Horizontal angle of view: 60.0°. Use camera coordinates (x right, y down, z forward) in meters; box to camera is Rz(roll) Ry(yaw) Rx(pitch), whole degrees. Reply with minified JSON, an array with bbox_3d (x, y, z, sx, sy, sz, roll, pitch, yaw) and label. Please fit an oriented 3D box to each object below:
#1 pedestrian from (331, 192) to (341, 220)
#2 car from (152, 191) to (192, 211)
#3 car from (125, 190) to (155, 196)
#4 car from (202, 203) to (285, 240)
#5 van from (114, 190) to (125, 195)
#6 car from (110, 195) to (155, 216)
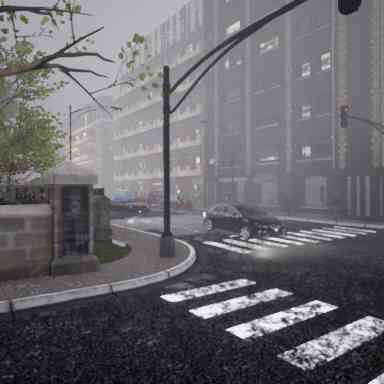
[{"bbox_3d":[9.513,0.900,21.976,0.375,1.860,0.375,1,-1,-36],"label":"pedestrian"},{"bbox_3d":[-1.758,0.949,32.412,1.967,1.590,4.097,1,1,-36],"label":"car"},{"bbox_3d":[-5.018,0.726,36.867,2.192,1.841,5.009,1,1,-36],"label":"car"},{"bbox_3d":[2.373,1.329,16.387,1.837,1.490,4.892,0,2,-32],"label":"car"},{"bbox_3d":[-8.280,0.654,41.324,1.690,1.788,3.998,1,1,-36],"label":"van"},{"bbox_3d":[-5.296,1.178,27.421,1.895,1.301,4.718,0,1,-36],"label":"car"}]
